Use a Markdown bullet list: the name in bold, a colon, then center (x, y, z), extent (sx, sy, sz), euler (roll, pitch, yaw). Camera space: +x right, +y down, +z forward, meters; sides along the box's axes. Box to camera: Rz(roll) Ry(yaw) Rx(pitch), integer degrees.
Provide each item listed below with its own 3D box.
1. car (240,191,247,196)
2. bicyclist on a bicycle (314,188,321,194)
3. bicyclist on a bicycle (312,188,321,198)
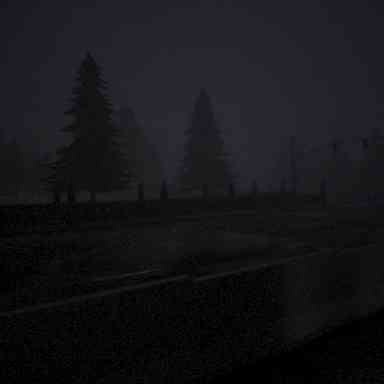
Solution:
- **car**: center (8.839, 0.546, 59.576), extent (1.882, 1.535, 5.008), euler (-2, 1, -35)
- **bicyclist on a bicycle**: center (22.685, 0.141, 58.632), extent (1.656, 1.620, 0.582), euler (-2, 8, -7)
- **bicyclist on a bicycle**: center (22.325, 0.087, 59.533), extent (1.656, 1.620, 0.582), euler (-6, 7, -31)
